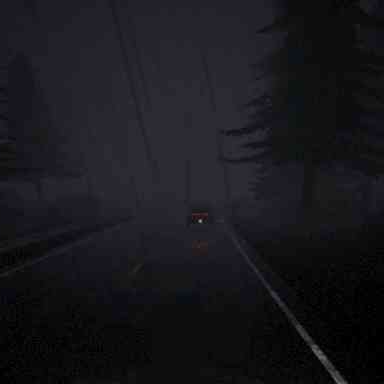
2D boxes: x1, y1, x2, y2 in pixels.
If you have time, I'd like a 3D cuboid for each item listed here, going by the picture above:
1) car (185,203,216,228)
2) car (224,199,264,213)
[{"bbox_3d":[0.585,1.555,22.829,1.837,1.490,4.892,0,0,2],"label":"car"},{"bbox_3d":[6.254,1.571,38.983,5.008,1.535,1.882,0,-1,-13],"label":"car"}]
